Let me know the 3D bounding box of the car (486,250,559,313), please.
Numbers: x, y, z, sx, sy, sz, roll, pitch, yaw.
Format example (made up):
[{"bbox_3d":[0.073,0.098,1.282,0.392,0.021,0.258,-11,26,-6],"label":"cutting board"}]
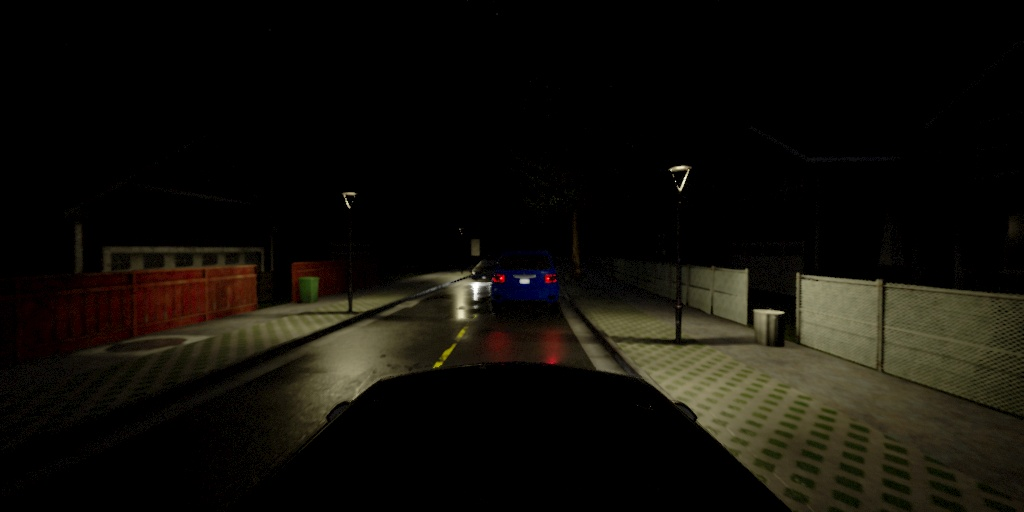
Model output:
[{"bbox_3d":[0.512,0.804,13.299,2.150,2.045,5.566,0,1,3],"label":"car"}]

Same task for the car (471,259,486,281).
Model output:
[{"bbox_3d":[-1.548,0.947,25.438,2.033,1.411,5.357,0,1,5],"label":"car"}]
